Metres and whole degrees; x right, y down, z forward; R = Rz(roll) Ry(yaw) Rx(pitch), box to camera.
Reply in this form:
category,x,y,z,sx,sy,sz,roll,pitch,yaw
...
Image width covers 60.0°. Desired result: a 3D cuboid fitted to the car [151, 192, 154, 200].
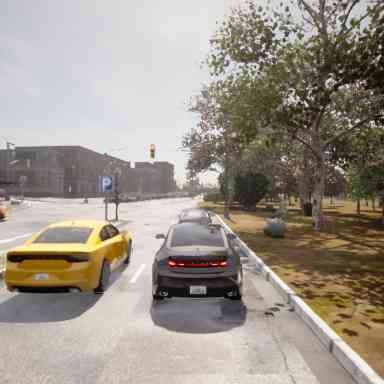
category,x,y,z,sx,sy,sz,roll,pitch,yaw
car,-12.267,1.359,81.231,4.674,1.452,2.002,-1,0,-13

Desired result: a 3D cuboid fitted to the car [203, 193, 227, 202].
category,x,y,z,sx,sy,sz,roll,pitch,yaw
car,4.667,1.142,68.843,4.553,1.767,2.185,1,0,-14

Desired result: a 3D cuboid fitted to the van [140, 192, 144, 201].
category,x,y,z,sx,sy,sz,roll,pitch,yaw
van,-13.240,1.093,72.263,4.442,1.987,1.878,-1,0,-14

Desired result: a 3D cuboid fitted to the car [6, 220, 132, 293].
category,x,y,z,sx,sy,sz,roll,pitch,yaw
car,-2.891,1.488,8.914,1.882,1.535,5.008,0,0,0

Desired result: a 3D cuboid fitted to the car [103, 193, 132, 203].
category,x,y,z,sx,sy,sz,roll,pitch,yaw
car,-14.444,1.359,63.279,4.792,1.488,2.163,-1,0,-15

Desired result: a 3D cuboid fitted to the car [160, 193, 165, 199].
category,x,y,z,sx,sy,sz,roll,pitch,yaw
car,-11.002,1.065,90.220,5.566,2.045,2.435,-1,0,-12

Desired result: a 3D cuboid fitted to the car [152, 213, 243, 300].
category,x,y,z,sx,sy,sz,roll,pitch,yaw
car,0.109,1.514,8.397,1.837,1.490,4.892,0,0,0

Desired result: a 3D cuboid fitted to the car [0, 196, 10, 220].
category,x,y,z,sx,sy,sz,roll,pitch,yaw
car,-16.627,1.404,25.473,4.553,1.767,2.185,-1,0,-19

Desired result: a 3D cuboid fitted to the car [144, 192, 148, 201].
category,x,y,z,sx,sy,sz,roll,pitch,yaw
car,-13.012,1.322,75.234,4.892,1.521,2.231,-1,0,-14

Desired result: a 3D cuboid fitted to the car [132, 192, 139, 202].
category,x,y,z,sx,sy,sz,roll,pitch,yaw
car,-13.799,1.316,66.271,5.366,1.575,1.946,-1,0,-15

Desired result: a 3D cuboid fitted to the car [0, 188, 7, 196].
category,x,y,z,sx,sy,sz,roll,pitch,yaw
car,-31.164,0.137,54.147,2.002,1.452,4.674,6,-3,-19

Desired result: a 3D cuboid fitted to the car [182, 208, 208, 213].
category,x,y,z,sx,sy,sz,roll,pitch,yaw
car,0.156,1.572,18.099,2.033,1.411,5.357,0,0,1

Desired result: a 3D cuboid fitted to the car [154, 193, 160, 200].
category,x,y,z,sx,sy,sz,roll,pitch,yaw
car,-11.452,1.358,87.213,4.674,1.452,2.002,-1,0,-12

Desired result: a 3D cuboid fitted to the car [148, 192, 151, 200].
category,x,y,z,sx,sy,sz,roll,pitch,yaw
car,-12.639,1.360,78.230,4.674,1.452,2.002,-1,0,-13

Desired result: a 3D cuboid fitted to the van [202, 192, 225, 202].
category,x,y,z,sx,sy,sz,roll,pitch,yaw
van,4.284,1.043,65.874,4.442,1.987,1.878,1,0,-14
